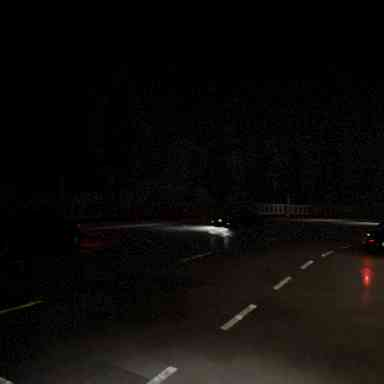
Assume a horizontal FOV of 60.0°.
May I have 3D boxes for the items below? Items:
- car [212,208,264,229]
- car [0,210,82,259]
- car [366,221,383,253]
[{"bbox_3d":[3.380,1.835,24.100,4.181,1.385,1.994,3,0,-43],"label":"car"},{"bbox_3d":[-5.968,1.350,11.617,1.994,1.385,4.181,2,0,33],"label":"car"},{"bbox_3d":[9.320,2.018,15.085,1.812,1.442,4.674,2,-1,41],"label":"car"}]
